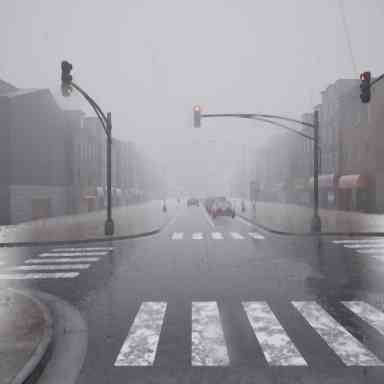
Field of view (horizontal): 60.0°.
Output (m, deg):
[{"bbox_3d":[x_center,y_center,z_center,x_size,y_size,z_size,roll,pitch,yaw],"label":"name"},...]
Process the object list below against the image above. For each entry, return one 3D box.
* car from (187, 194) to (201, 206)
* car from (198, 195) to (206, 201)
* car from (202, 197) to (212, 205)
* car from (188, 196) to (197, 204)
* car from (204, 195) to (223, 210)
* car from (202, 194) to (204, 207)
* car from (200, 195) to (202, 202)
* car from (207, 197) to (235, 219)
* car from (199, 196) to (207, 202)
[{"bbox_3d":[0.190,1.601,55.337,1.837,1.490,4.892,0,-2,0],"label":"car"},{"bbox_3d":[2.784,1.708,94.520,1.967,1.590,4.097,-1,0,0],"label":"car"},{"bbox_3d":[2.732,1.652,62.275,1.752,1.417,4.829,-1,0,0],"label":"car"},{"bbox_3d":[0.199,1.656,68.829,1.837,1.490,4.892,0,0,1],"label":"car"},{"bbox_3d":[2.686,1.359,35.093,2.192,1.841,5.009,-1,0,0],"label":"car"},{"bbox_3d":[2.694,1.372,40.496,2.192,1.841,5.009,-1,0,0],"label":"car"},{"bbox_3d":[2.713,1.529,51.301,1.967,1.590,4.097,-1,0,0],"label":"car"},{"bbox_3d":[2.678,1.472,29.691,1.967,1.590,4.097,-1,0,0],"label":"car"},{"bbox_3d":[2.768,1.797,83.714,1.802,1.307,4.206,-1,0,0],"label":"car"}]
